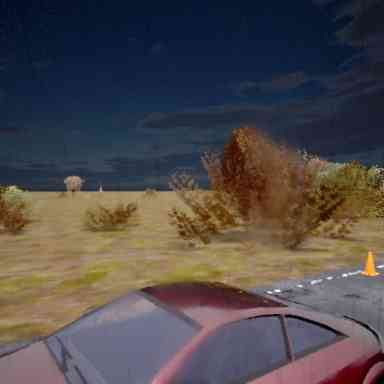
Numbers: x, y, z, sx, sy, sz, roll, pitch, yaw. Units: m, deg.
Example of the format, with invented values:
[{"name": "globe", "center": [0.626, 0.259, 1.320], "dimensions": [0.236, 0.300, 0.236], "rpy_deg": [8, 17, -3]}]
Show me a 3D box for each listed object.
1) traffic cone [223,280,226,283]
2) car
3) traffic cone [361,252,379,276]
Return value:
[{"name": "traffic cone", "center": [0.604, 1.936, 6.217], "dimensions": [0.340, 0.580, 0.340], "rpy_deg": [0, 0, -34]}, {"name": "car", "center": [-0.142, 1.556, 2.726], "dimensions": [4.181, 1.385, 1.994], "rpy_deg": [0, 0, -35]}, {"name": "traffic cone", "center": [4.831, 1.923, 9.010], "dimensions": [0.340, 0.580, 0.340], "rpy_deg": [0, 0, -33]}]
